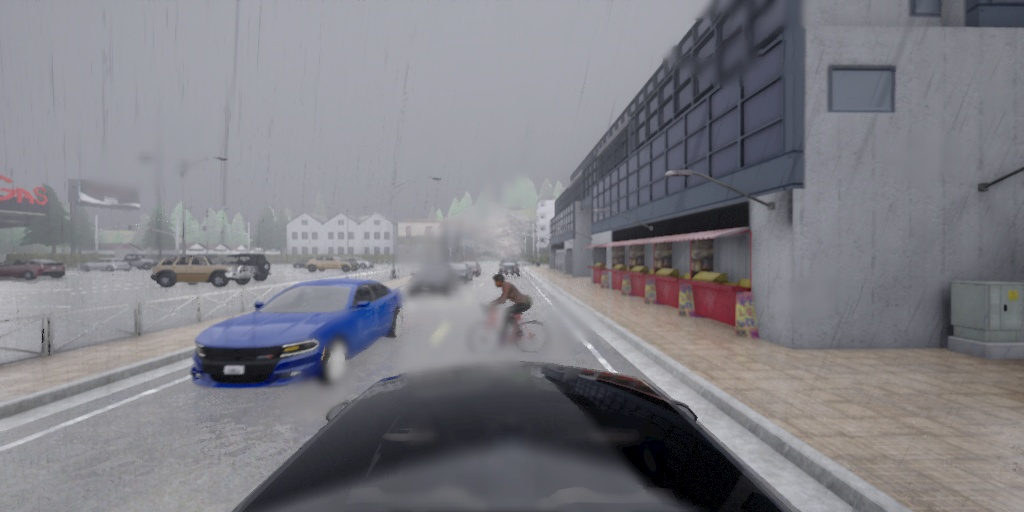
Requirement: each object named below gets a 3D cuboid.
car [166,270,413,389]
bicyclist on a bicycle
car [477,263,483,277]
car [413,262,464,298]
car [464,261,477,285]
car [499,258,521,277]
[{"bbox_3d":[-3.648,1.208,7.175,1.882,1.535,5.008,0,0,-1],"label":"car"},{"bbox_3d":[-0.078,1.177,7.132,1.656,1.620,0.582,-2,0,-1],"label":"bicyclist on a bicycle"},{"bbox_3d":[-3.889,1.160,33.128,1.812,1.442,4.674,0,0,0],"label":"car"},{"bbox_3d":[-3.768,1.196,17.971,1.837,1.490,4.892,0,0,-1],"label":"car"},{"bbox_3d":[-3.759,1.189,25.089,1.812,1.442,4.674,0,0,-1],"label":"car"},{"bbox_3d":[-0.258,1.158,33.488,1.812,1.442,4.674,0,0,-1],"label":"car"}]
